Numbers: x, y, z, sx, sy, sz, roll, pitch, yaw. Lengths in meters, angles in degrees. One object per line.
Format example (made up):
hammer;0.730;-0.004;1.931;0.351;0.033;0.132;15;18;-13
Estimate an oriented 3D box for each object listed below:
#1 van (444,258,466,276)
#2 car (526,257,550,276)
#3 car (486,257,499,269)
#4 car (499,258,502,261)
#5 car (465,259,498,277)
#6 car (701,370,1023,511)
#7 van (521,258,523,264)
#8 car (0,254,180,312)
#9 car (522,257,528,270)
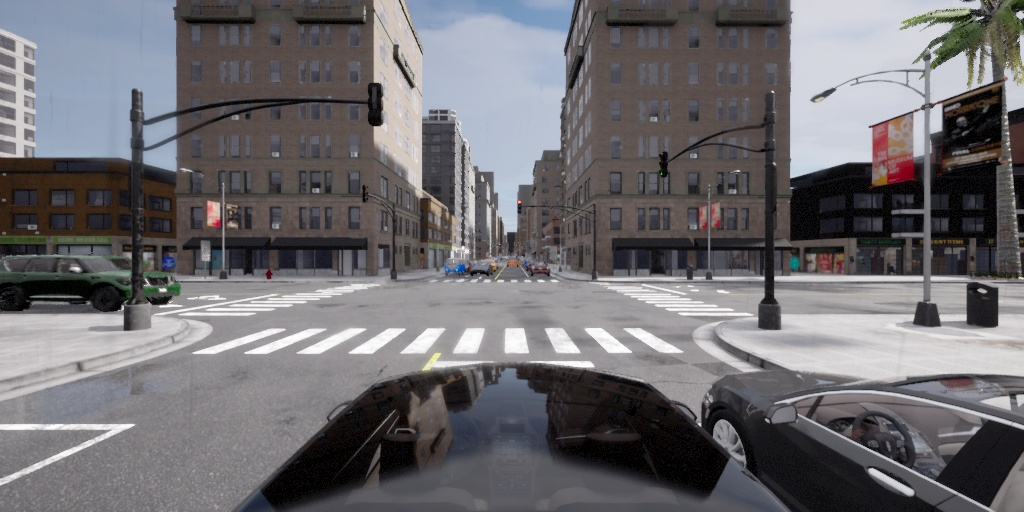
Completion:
van;-5.782;1.089;36.418;1.690;1.789;3.998;0;0;0
car;2.743;1.188;36.399;1.967;1.591;4.097;0;0;0
car;-3.001;1.226;46.309;1.882;1.535;5.008;0;0;0
car;-2.968;1.349;56.228;1.895;1.301;4.718;0;0;0
car;-2.997;1.296;36.607;2.033;1.411;5.357;0;0;4
car;2.668;1.300;1.749;2.007;1.370;4.403;0;0;0
van;2.799;1.088;59.076;1.690;1.789;3.998;0;0;0
car;-16.026;0.953;13.584;5.566;2.045;2.150;0;0;0
car;2.771;1.188;47.737;1.967;1.591;4.097;0;0;0
